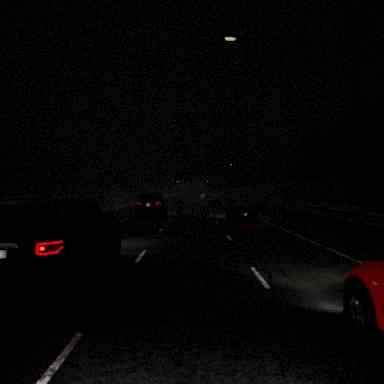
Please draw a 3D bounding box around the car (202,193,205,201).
[{"bbox_3d":[3.514,1.269,61.752,2.033,1.411,5.357,0,0,0],"label":"car"}]

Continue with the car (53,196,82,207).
[{"bbox_3d":[-17.566,1.328,47.269,2.033,1.411,5.357,0,0,0],"label":"car"}]

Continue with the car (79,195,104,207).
[{"bbox_3d":[-14.067,1.260,46.819,1.882,1.535,5.008,0,0,0],"label":"car"}]

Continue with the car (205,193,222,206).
[{"bbox_3d":[3.512,1.270,50.780,2.163,1.488,4.792,0,0,0],"label":"car"}]

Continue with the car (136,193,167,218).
[{"bbox_3d":[-3.394,1.084,28.460,2.150,2.045,5.566,0,0,0],"label":"car"}]

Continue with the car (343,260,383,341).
[{"bbox_3d":[3.601,1.332,3.785,2.097,1.767,4.553,0,0,0],"label":"car"}]

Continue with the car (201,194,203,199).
[{"bbox_3d":[3.517,1.185,72.754,1.837,1.490,4.892,0,0,0],"label":"car"}]

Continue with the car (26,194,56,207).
[{"bbox_3d":[-21.062,1.135,46.617,2.097,1.767,4.553,0,0,0],"label":"car"}]

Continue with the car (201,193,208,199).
[{"bbox_3d":[3.522,1.134,94.758,1.812,1.442,4.674,0,0,0],"label":"car"}]

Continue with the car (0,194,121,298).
[{"bbox_3d":[-3.398,1.177,8.545,2.150,2.045,5.566,0,0,0],"label":"car"}]

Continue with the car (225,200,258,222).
[{"bbox_3d":[3.606,1.356,24.895,1.882,1.535,5.008,0,0,0],"label":"car"}]
